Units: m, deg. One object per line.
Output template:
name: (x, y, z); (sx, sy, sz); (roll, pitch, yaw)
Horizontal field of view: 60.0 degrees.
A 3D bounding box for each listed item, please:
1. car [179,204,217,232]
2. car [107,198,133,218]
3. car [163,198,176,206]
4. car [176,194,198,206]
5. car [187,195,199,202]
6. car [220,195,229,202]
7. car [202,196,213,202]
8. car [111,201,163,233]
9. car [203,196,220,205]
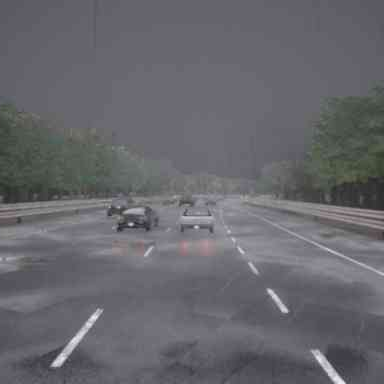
car: (0.349, 1.610, 20.073); (1.895, 1.301, 4.718); (0, 0, 2)
car: (-6.094, 1.329, 30.240); (2.097, 1.767, 4.553); (0, 0, 4)
car: (-3.708, 1.634, 57.191); (1.895, 1.301, 4.718); (0, 0, 7)
car: (-0.690, 1.261, 52.662); (2.150, 2.045, 5.566); (0, 0, 6)
car: (0.261, 1.655, 83.974); (2.128, 1.511, 4.902); (0, 0, 10)
car: (7.510, 1.713, 84.720); (2.033, 1.411, 5.357); (0, 0, 11)
car: (3.877, 1.691, 84.317); (2.033, 1.411, 5.357); (0, 0, 10)
car: (-3.111, 1.516, 19.697); (1.812, 1.442, 4.674); (0, 0, 2)
car: (3.424, 1.677, 57.922); (1.895, 1.301, 4.718); (0, 0, 7)
